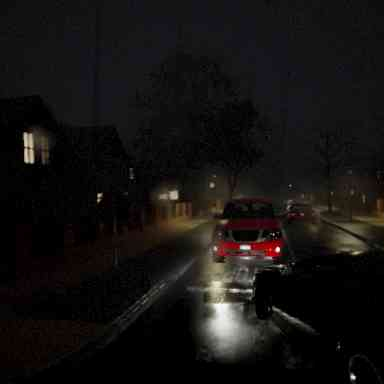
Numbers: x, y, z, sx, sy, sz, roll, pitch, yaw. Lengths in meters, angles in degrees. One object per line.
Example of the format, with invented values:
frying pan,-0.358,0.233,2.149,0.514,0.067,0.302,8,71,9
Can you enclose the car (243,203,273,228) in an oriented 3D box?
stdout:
car,4.710,1.564,23.384,1.812,1.442,4.674,-1,0,13

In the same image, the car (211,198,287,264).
car,2.152,1.264,12.286,2.150,2.045,5.566,-1,-1,13

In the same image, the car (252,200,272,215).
car,7.495,1.600,35.431,1.994,1.385,4.181,-1,0,13

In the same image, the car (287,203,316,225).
car,7.709,1.517,23.965,2.033,1.411,5.357,-1,0,12

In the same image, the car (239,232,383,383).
car,2.384,1.560,4.864,1.994,1.385,4.181,-2,0,-10
